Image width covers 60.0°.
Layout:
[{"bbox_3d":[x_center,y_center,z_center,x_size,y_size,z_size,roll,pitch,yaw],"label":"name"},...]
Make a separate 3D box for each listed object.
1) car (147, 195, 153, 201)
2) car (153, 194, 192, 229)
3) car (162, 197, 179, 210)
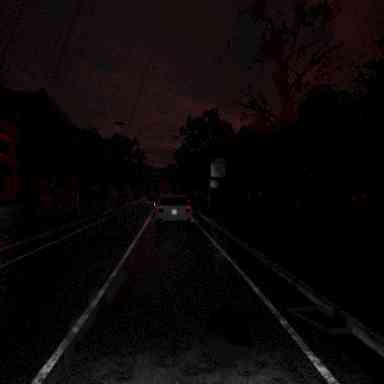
[{"bbox_3d":[-8.590,1.323,70.810,1.895,1.301,4.718,0,0,-4],"label":"car"},{"bbox_3d":[-1.186,1.164,21.320,2.150,2.045,5.566,0,0,-4],"label":"car"},{"bbox_3d":[-2.692,1.411,41.012,2.033,1.411,5.357,0,0,-4],"label":"car"}]
